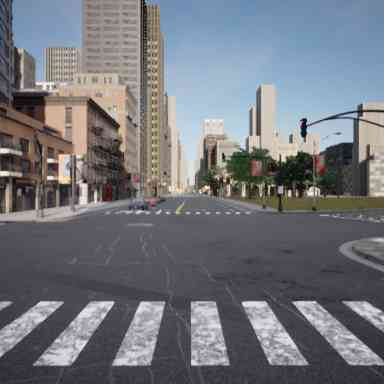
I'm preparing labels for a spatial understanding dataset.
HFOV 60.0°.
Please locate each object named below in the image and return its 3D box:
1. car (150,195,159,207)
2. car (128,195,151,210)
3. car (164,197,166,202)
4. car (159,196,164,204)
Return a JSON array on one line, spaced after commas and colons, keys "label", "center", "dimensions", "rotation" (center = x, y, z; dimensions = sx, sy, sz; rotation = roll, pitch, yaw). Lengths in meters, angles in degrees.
[{"label": "car", "center": [-6.629, 1.299, 50.532], "dimensions": [2.097, 1.767, 4.553], "rotation": [0, 0, 0]}, {"label": "car", "center": [-6.647, 1.487, 41.480], "dimensions": [1.812, 1.442, 4.674], "rotation": [0, 0, 0]}, {"label": "car", "center": [-6.538, 1.508, 69.715], "dimensions": [1.895, 1.301, 4.718], "rotation": [0, 0, 0]}, {"label": "car", "center": [-6.614, 1.497, 59.583], "dimensions": [1.994, 1.385, 4.181], "rotation": [0, 0, 0]}]
